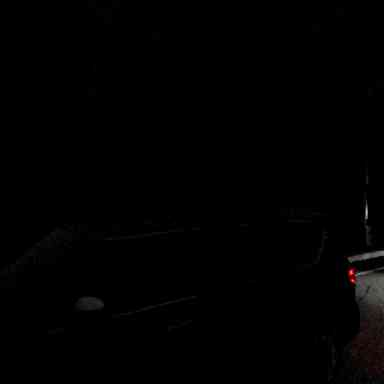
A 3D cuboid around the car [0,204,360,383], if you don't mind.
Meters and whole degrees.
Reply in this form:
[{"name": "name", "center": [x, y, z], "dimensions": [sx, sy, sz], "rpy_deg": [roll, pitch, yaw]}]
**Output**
[{"name": "car", "center": [-0.570, 1.201, 3.430], "dimensions": [5.566, 2.045, 2.150], "rpy_deg": [0, 0, -34]}]
